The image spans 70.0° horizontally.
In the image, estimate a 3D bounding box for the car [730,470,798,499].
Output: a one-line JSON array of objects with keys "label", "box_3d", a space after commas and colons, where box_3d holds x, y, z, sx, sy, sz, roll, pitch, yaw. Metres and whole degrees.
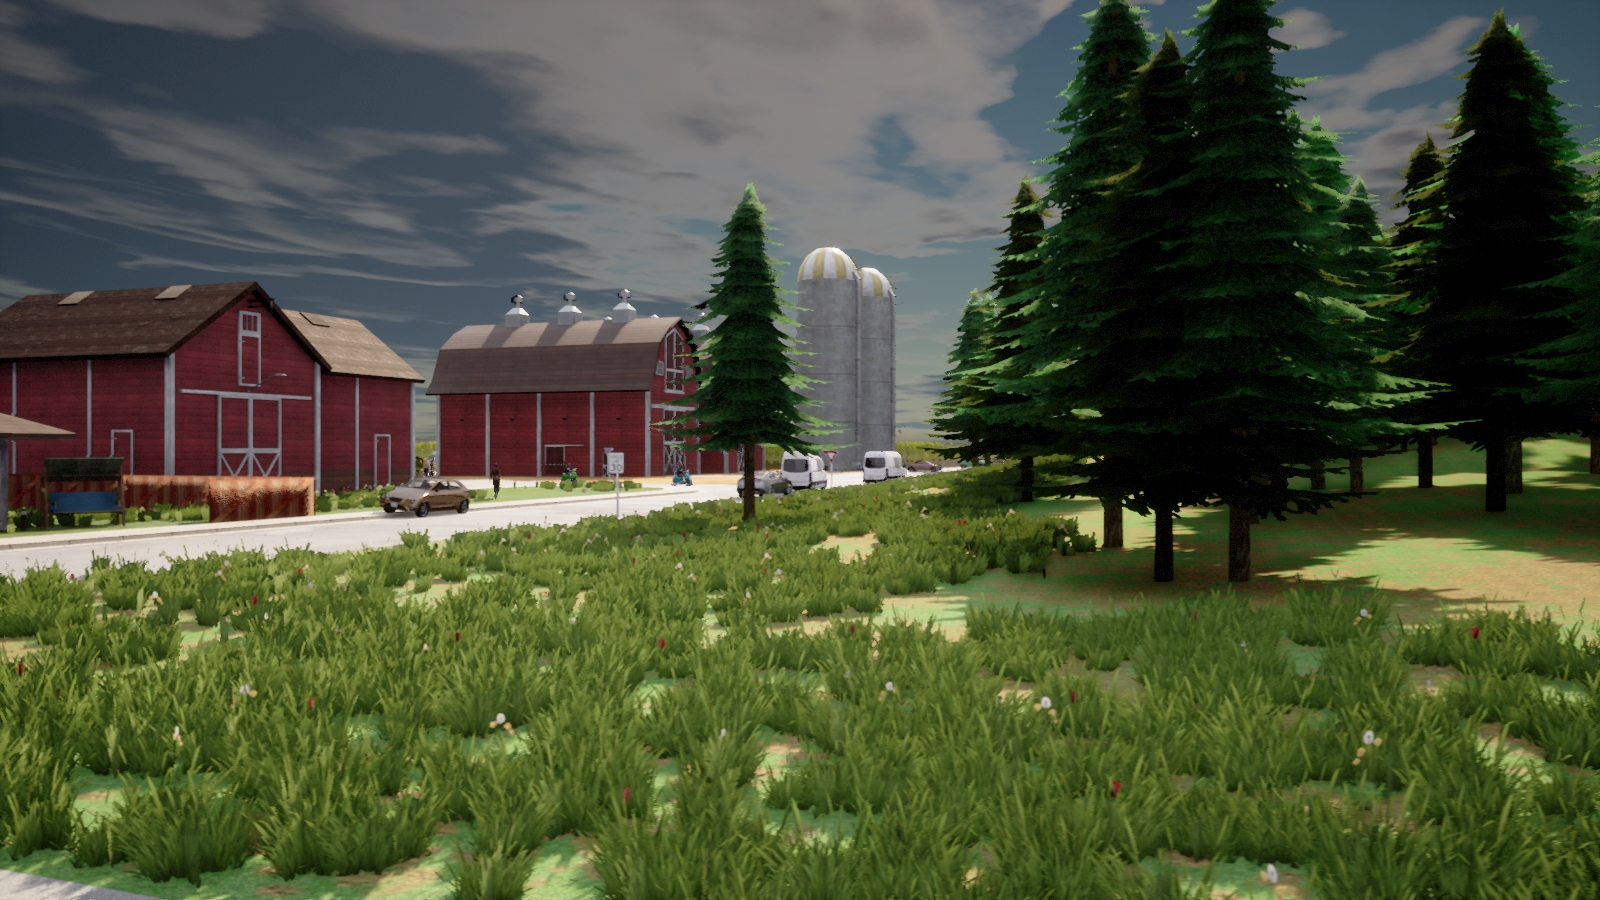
[{"label": "car", "box_3d": [-1.928, 1.893, 63.756, 2.128, 1.511, 4.902, 0, 0, 20]}]

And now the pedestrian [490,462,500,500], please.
[{"label": "pedestrian", "box_3d": [-15.106, 1.528, 56.639, 0.375, 1.860, 0.375, 0, 0, 6]}]

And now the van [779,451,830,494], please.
[{"label": "van", "box_3d": [0.337, 1.358, 71.542, 1.988, 2.561, 5.915, 1, 0, 12]}]
